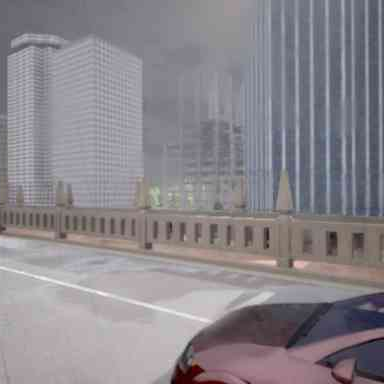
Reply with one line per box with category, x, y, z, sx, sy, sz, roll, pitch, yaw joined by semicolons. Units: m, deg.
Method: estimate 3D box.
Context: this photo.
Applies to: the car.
car;1.845;1.564;2.676;4.181;1.385;1.994;0;0;36
